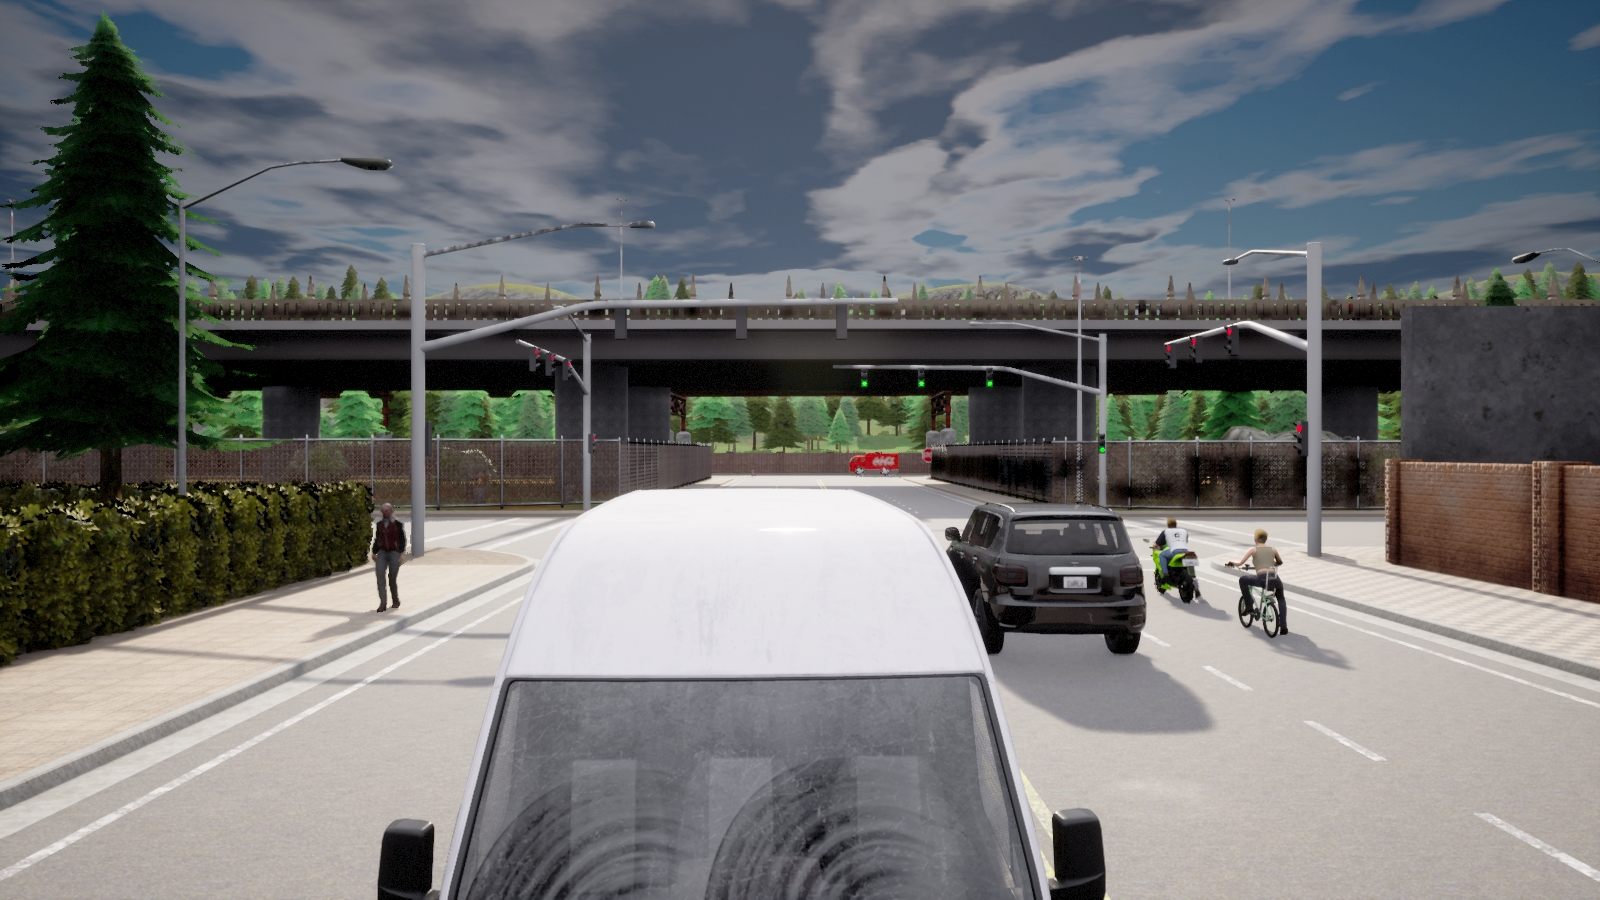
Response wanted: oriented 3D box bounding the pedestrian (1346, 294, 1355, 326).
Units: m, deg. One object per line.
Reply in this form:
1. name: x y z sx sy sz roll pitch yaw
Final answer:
1. pedestrian: 32.611 -8.306 67.706 0.375 1.860 0.375 0 0 0

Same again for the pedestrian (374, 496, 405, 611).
1. pedestrian: -6.760 1.695 18.821 0.375 1.860 0.375 0 0 2

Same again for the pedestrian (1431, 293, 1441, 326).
1. pedestrian: 37.612 -8.306 67.572 0.375 1.860 0.375 0 0 0

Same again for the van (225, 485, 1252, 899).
1. van: -0.245 1.534 5.169 1.988 2.561 5.915 0 0 -3

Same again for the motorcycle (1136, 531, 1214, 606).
1. motorcycle: 6.996 2.185 21.432 0.803 1.199 2.033 0 0 0

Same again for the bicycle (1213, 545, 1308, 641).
1. bicycle: 7.011 2.157 17.485 0.859 1.276 1.487 0 0 0

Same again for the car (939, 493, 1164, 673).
1. car: 3.497 1.779 17.147 2.150 2.045 5.566 0 0 0
